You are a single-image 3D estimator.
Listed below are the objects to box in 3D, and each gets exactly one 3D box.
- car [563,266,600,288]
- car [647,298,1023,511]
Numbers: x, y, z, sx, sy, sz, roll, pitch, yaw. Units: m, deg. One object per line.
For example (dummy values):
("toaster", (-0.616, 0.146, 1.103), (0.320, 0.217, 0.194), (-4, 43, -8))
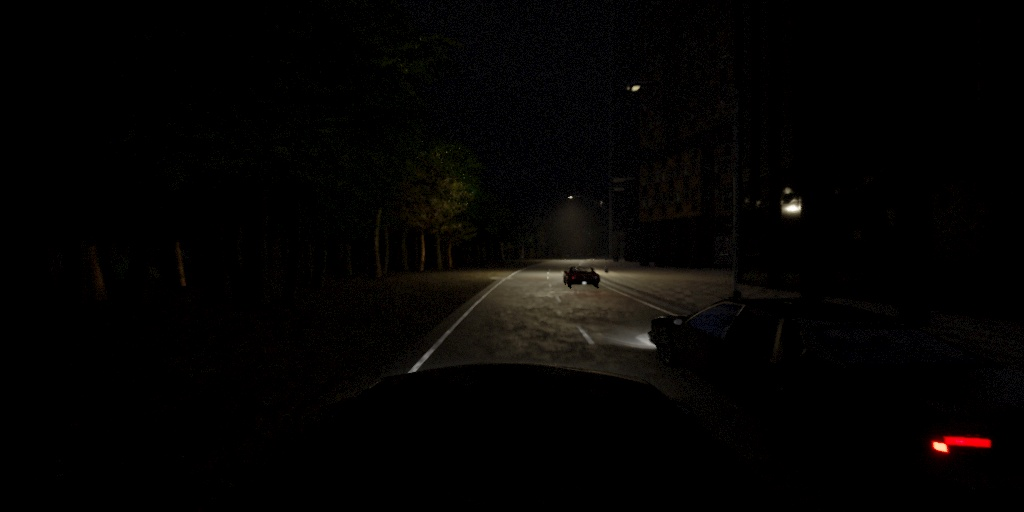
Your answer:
("car", (4.375, 1.283, 23.175), (1.895, 1.301, 4.718), (0, 0, 4))
("car", (3.639, 1.293, 4.846), (2.033, 1.411, 5.357), (0, 0, 1))
